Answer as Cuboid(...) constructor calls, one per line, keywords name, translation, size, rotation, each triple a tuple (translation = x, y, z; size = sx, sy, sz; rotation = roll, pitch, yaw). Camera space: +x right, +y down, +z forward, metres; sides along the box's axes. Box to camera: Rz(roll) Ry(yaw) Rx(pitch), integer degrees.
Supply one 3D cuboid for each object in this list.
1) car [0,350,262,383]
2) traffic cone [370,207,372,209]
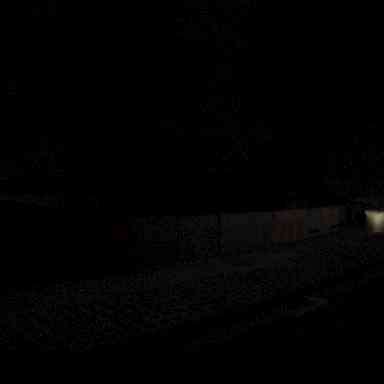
Cuboid(name="car", translation=(-1.437, 1.520, 0.935), size=(4.674, 1.442, 1.812), rotation=(1, 0, -36))
Cuboid(name="traffic cone", translation=(28.906, 2.490, 53.682), size=(0.340, 0.580, 0.340), rotation=(0, 0, 9))
